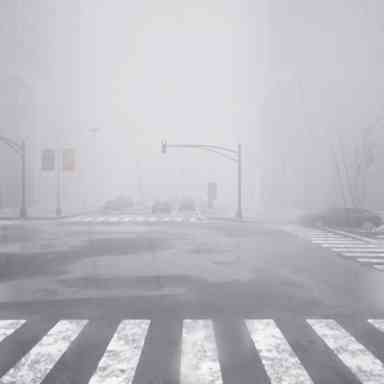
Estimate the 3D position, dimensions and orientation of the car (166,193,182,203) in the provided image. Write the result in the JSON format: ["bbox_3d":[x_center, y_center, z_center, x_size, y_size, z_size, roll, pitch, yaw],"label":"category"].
[{"bbox_3d":[-3.361,1.401,64.553,2.097,1.767,4.553,0,0,0],"label":"car"}]

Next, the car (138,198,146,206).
[{"bbox_3d":[-9.177,1.554,55.056,1.752,1.417,4.829,0,0,0],"label":"car"}]

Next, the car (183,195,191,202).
[{"bbox_3d":[-1.198,1.572,82.663,1.882,1.535,5.008,0,0,0],"label":"car"}]

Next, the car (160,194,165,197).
[{"bbox_3d":[-9.381,1.669,93.207,1.887,1.381,4.507,0,0,0],"label":"car"}]

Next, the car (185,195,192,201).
[{"bbox_3d":[-0.857,1.669,93.240,1.887,1.381,4.507,0,0,0],"label":"car"}]

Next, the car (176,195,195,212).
[{"bbox_3d":[-0.566,1.437,38.991,1.967,1.590,4.097,0,0,0],"label":"car"}]

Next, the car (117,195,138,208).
[{"bbox_3d":[-9.120,1.322,44.375,2.192,1.841,5.009,0,0,0],"label":"car"}]

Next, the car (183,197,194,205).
[{"bbox_3d":[-0.682,1.586,60.691,1.887,1.381,4.507,0,0,0],"label":"car"}]

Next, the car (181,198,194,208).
[{"bbox_3d":[-0.623,1.600,49.841,1.802,1.307,4.206,0,0,0],"label":"car"}]

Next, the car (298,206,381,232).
[{"bbox_3d":[9.272,1.651,21.069,4.892,1.490,1.837,1,0,2],"label":"car"}]

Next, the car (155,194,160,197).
[{"bbox_3d":[-9.295,1.395,76.930,2.192,1.841,5.009,0,0,0],"label":"car"}]

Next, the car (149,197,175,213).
[{"bbox_3d":[-3.236,1.557,36.648,1.994,1.385,4.181,0,0,0],"label":"car"}]

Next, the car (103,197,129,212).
[{"bbox_3d":[-9.090,1.563,38.948,1.947,1.339,4.313,0,0,0],"label":"car"}]

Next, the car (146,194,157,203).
[{"bbox_3d":[-9.265,1.648,71.504,1.802,1.307,4.206,0,0,0],"label":"car"}]
